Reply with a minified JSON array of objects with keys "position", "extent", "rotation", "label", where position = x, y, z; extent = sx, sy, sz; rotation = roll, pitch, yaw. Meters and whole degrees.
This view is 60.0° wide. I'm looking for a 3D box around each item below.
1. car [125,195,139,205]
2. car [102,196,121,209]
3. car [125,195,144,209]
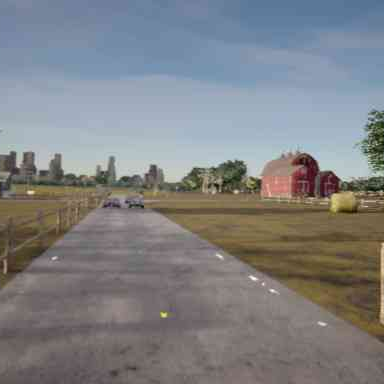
[{"position":[-9.799,1.254,53.919],"extent":[1.994,1.385,4.181],"rotation":[3,0,-12],"label":"car"},{"position":[-9.346,1.231,38.980],"extent":[1.994,1.385,4.181],"rotation":[3,0,-12],"label":"car"},{"position":[-7.038,1.322,42.047],"extent":[2.033,1.411,5.357],"rotation":[3,0,-13],"label":"car"}]
